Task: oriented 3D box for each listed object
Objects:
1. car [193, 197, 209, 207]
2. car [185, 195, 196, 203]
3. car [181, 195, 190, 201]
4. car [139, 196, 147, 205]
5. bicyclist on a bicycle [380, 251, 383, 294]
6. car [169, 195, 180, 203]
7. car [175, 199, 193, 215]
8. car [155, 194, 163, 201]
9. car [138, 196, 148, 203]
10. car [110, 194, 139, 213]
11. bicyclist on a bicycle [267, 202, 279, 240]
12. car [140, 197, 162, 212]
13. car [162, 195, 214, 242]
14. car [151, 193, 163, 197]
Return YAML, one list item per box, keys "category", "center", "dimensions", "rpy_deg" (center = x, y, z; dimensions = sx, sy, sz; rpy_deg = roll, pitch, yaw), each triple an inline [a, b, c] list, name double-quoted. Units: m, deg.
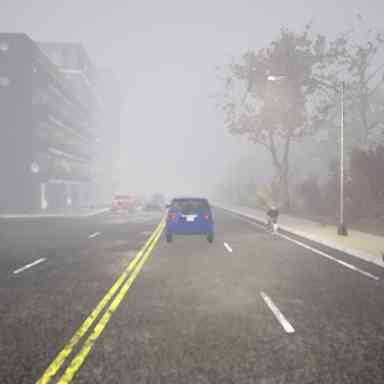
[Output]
- category: "car"
  center: [1.335, 1.541, 51.553]
  dimensions: [2.033, 1.411, 5.357]
  rpy_deg: [0, 0, -4]
- category: "car"
  center: [-0.321, 1.461, 69.314]
  dimensions: [1.882, 1.535, 5.008]
  rpy_deg: [0, 0, -6]
- category: "car"
  center: [-1.606, 1.500, 80.910]
  dimensions: [1.812, 1.442, 4.674]
  rpy_deg: [0, 0, -7]
- category: "car"
  center: [-8.753, 1.494, 53.290]
  dimensions: [2.128, 1.511, 4.902]
  rpy_deg: [0, 0, -4]
- category: "bicyclist on a bicycle"
  center: [4.086, 1.452, 6.377]
  dimensions: [0.582, 1.620, 1.656]
  rpy_deg: [0, 0, -1]
- category: "car"
  center: [-3.743, 1.512, 70.753]
  dimensions: [2.128, 1.511, 4.902]
  rpy_deg: [0, 0, -6]
- category: "car"
  center: [-0.875, 1.528, 35.063]
  dimensions: [1.812, 1.442, 4.674]
  rpy_deg: [0, 0, -3]
- category: "car"
  center: [-7.287, 1.104, 73.337]
  dimensions: [1.837, 1.490, 4.892]
  rpy_deg: [0, 0, -6]
- category: "car"
  center: [-10.172, 1.499, 69.727]
  dimensions: [1.812, 1.442, 4.674]
  rpy_deg: [0, 0, -6]
- category: "car"
  center: [-7.711, 1.231, 37.557]
  dimensions: [2.150, 2.045, 5.566]
  rpy_deg: [0, 0, -3]
- category: "bicyclist on a bicycle"
  center: [3.907, 1.371, 16.254]
  dimensions: [0.659, 1.776, 1.843]
  rpy_deg: [0, 0, -1]
- category: "car"
  center: [-4.483, 1.568, 37.999]
  dimensions: [1.994, 1.385, 4.181]
  rpy_deg: [0, 0, -3]
- category: "car"
  center: [-0.143, 1.224, 16.590]
  dimensions: [2.150, 2.045, 5.566]
  rpy_deg: [0, 0, -1]
- category: "car"
  center: [-5.852, 1.219, 58.075]
  dimensions: [2.150, 2.045, 5.566]
  rpy_deg: [0, 0, -4]
